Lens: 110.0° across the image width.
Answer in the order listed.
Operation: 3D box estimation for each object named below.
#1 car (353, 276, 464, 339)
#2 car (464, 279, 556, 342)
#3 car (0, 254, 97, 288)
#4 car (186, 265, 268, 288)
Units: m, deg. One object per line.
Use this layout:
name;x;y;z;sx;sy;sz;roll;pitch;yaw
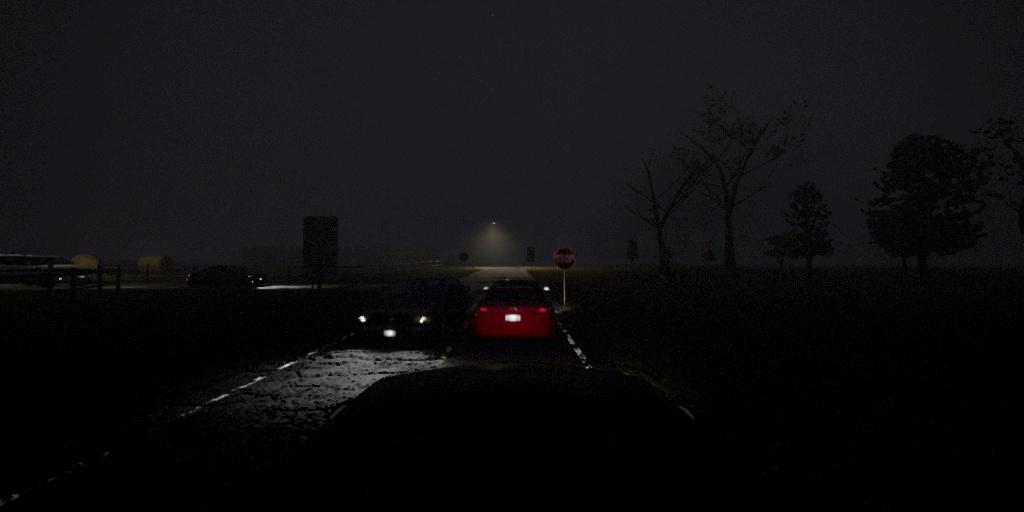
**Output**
car;-2.428;1.301;10.451;2.033;1.411;5.357;0;0;5
car;0.103;1.318;9.832;1.994;1.385;4.181;0;0;2
car;-29.731;0.928;22.468;5.566;2.045;2.150;0;-1;-1
car;-17.994;1.285;22.785;4.181;1.385;1.994;0;-1;-2
